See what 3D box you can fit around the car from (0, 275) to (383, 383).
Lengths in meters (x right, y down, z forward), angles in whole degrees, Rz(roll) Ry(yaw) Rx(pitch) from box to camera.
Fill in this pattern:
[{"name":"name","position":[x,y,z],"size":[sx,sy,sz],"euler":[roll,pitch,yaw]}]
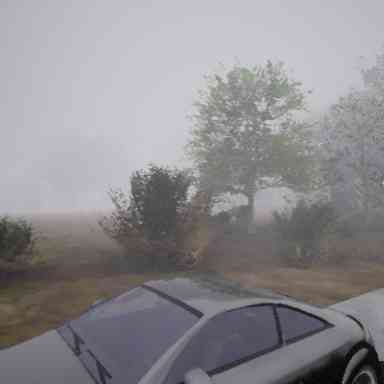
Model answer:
[{"name":"car","position":[-0.137,1.566,2.978],"size":[4.181,1.385,1.994],"euler":[0,0,-36]}]
